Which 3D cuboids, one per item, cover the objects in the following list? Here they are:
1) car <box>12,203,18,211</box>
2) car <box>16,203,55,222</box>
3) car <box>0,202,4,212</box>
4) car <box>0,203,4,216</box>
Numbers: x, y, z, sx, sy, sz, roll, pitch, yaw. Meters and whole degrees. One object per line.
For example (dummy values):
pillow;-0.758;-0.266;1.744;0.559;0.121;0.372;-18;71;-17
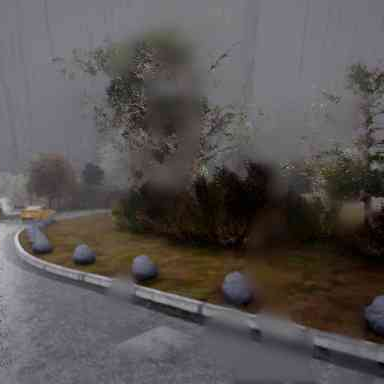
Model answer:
car;-30.479;2.579;58.520;1.895;1.301;4.718;0;0;-30
car;-15.875;2.200;34.522;1.882;1.535;5.008;-1;-1;-2
car;-32.984;2.509;56.293;1.812;1.442;4.674;0;-1;-29
car;-24.177;2.268;39.208;2.033;1.411;5.357;0;-1;-6
